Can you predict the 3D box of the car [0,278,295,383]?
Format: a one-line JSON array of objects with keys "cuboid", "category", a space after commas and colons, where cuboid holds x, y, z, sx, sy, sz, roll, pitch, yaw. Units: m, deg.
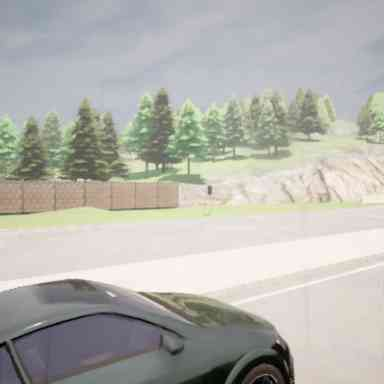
[{"cuboid": [-0.980, 1.560, 3.047, 4.181, 1.385, 1.994, 0, 0, -35], "category": "car"}]
